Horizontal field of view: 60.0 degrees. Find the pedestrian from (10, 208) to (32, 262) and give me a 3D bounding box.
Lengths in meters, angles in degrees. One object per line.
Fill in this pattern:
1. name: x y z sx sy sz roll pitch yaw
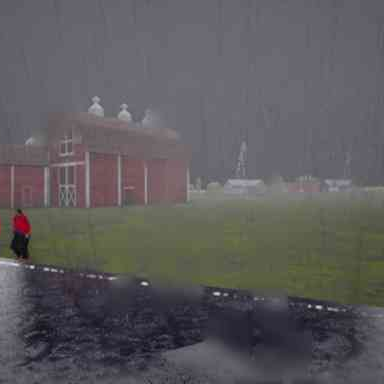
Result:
1. pedestrian: -5.568 1.354 10.823 0.375 1.860 0.375 0 1 29
